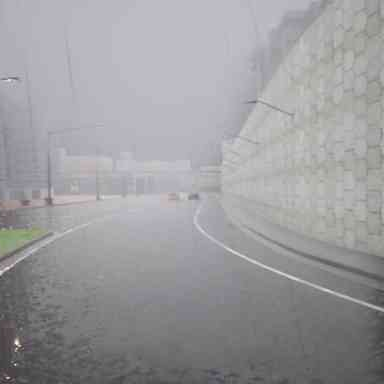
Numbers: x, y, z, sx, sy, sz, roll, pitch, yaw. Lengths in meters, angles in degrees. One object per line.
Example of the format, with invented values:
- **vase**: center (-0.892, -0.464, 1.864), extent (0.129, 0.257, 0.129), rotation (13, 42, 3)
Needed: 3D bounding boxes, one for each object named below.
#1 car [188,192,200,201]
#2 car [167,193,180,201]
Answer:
- **car**: center (0.331, 0.791, 61.342), extent (2.128, 1.511, 4.902), rotation (-1, 1, 3)
- **car**: center (-3.264, 0.837, 59.506), extent (1.882, 1.535, 5.008), rotation (-1, 1, 3)
